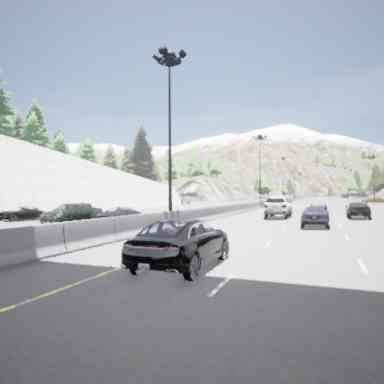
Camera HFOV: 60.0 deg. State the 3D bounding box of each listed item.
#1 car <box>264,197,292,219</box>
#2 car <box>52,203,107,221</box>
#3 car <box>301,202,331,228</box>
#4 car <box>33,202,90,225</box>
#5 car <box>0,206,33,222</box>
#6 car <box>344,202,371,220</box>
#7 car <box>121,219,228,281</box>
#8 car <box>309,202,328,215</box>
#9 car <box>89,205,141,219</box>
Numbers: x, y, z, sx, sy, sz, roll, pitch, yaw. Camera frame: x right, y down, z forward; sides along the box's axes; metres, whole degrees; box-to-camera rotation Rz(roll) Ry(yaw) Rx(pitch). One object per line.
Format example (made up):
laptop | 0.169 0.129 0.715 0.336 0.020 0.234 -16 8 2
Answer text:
car | 8.376 1.457 32.165 2.150 2.045 5.566 -1 -1 22
car | -10.699 1.883 32.039 2.033 1.411 5.357 0 -1 22
car | 8.735 1.708 23.542 2.033 1.411 5.357 0 -1 22
car | -9.449 1.626 25.676 2.097 1.767 4.553 0 -1 22
car | -15.330 1.942 29.840 1.895 1.301 4.718 0 -1 22
car | 15.412 1.692 30.935 1.837 1.490 4.892 0 -1 22
car | -0.265 1.585 10.265 2.128 1.511 4.902 0 -1 22
car | 14.530 1.857 38.237 1.895 1.301 4.718 0 -1 22
car | -5.634 1.819 25.804 1.994 1.385 4.181 0 -1 22
